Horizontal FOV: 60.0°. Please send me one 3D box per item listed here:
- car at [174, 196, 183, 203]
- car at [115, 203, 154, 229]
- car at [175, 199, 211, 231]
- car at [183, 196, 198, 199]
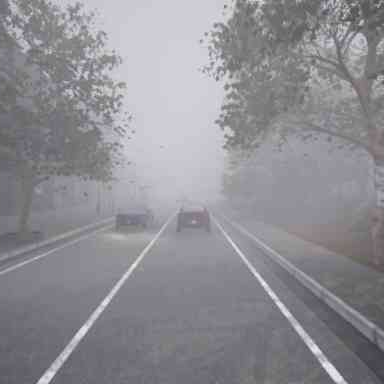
[{"bbox_3d":[-1.997,1.451,62.699,2.033,1.411,5.357,-1,0,8],"label":"car"},{"bbox_3d":[-3.605,1.438,21.447,1.882,1.535,5.008,0,0,0],"label":"car"},{"bbox_3d":[0.095,1.440,20.236,1.882,1.535,5.008,0,0,0],"label":"car"},{"bbox_3d":[0.122,1.448,41.324,1.812,1.442,4.674,0,0,1],"label":"car"}]
